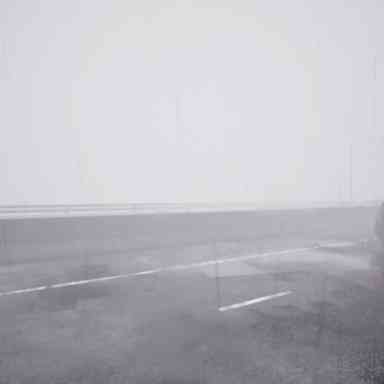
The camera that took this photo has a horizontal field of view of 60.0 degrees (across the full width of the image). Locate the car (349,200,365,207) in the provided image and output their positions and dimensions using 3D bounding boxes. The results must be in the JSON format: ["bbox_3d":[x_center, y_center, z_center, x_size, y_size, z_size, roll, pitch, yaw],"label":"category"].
[{"bbox_3d":[21.477,1.696,40.080,4.553,1.767,2.097,1,0,-34],"label":"car"}]

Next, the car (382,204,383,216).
[{"bbox_3d":[23.390,1.943,37.148,4.718,1.301,1.895,1,0,-34],"label":"car"}]

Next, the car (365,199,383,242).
[{"bbox_3d":[10.771,1.339,15.600,5.566,2.045,2.150,1,0,-35],"label":"car"}]

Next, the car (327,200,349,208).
[{"bbox_3d":[19.488,1.840,42.959,4.892,1.490,1.837,1,0,-34],"label":"car"}]
